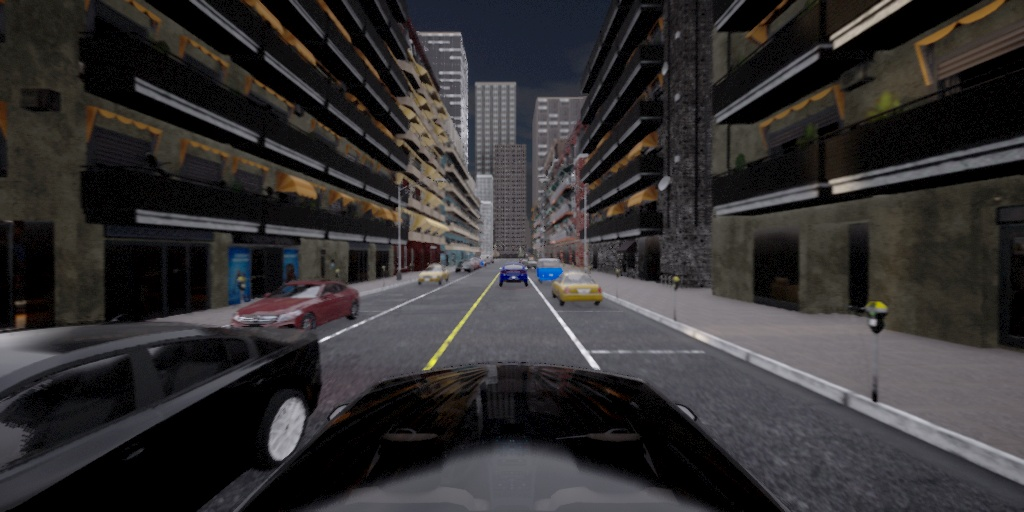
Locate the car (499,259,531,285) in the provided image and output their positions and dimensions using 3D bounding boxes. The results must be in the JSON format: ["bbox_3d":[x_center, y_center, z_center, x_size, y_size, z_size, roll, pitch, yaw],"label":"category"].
[{"bbox_3d":[0.113,1.230,25.781,1.882,1.535,5.008,0,0,0],"label":"car"}]

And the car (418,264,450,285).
[{"bbox_3d":[-5.679,1.279,26.442,1.751,1.417,4.829,0,0,0],"label":"car"}]

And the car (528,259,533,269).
[{"bbox_3d":[2.714,1.310,48.687,2.007,1.370,4.403,0,0,0],"label":"car"}]

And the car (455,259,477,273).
[{"bbox_3d":[-5.670,1.325,43.181,1.948,1.339,4.313,0,0,0],"label":"car"}]

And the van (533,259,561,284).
[{"bbox_3d":[2.702,1.093,26.595,1.690,1.789,3.998,0,0,0],"label":"van"}]

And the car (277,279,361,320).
[{"bbox_3d":[-5.688,1.333,10.041,1.802,1.307,4.207,0,0,0],"label":"car"}]

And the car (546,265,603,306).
[{"bbox_3d":[2.696,1.276,15.717,1.751,1.417,4.829,0,0,0],"label":"car"}]

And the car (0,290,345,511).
[{"bbox_3d":[-3.094,1.228,2.027,1.882,1.535,5.008,0,0,0],"label":"car"}]

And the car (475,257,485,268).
[{"bbox_3d":[-5.664,1.308,54.229,1.888,1.381,4.507,0,0,0],"label":"car"}]

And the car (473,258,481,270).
[{"bbox_3d":[-5.667,1.306,48.705,1.888,1.381,4.507,0,0,0],"label":"car"}]

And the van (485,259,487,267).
[{"bbox_3d":[-5.661,1.107,59.752,1.690,1.789,3.998,0,0,0],"label":"van"}]
